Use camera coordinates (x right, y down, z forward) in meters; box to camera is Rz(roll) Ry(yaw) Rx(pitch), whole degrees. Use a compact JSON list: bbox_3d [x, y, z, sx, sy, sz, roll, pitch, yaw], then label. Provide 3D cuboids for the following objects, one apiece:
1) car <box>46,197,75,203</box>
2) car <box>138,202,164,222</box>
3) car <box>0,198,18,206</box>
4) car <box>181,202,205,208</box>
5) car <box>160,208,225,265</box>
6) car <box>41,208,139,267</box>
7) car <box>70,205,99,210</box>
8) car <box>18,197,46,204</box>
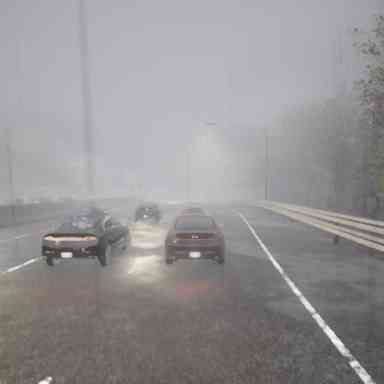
[{"bbox_3d":[-17.557,1.436,45.385,2.097,1.767,4.553,0,0,0],"label":"car"},{"bbox_3d":[-3.402,1.547,26.881,1.837,1.490,4.892,0,0,0],"label":"car"},{"bbox_3d":[-24.552,1.592,45.391,1.837,1.490,4.892,0,-1,0],"label":"car"},{"bbox_3d":[0.100,1.570,27.698,1.812,1.442,4.674,0,0,0],"label":"car"},{"bbox_3d":[0.092,1.521,11.761,1.837,1.490,4.892,0,0,0],"label":"car"},{"bbox_3d":[-3.409,1.508,11.490,2.128,1.511,4.902,0,0,0],"label":"car"},{"bbox_3d":[-6.925,1.581,21.799,2.033,1.411,5.357,0,0,0],"label":"car"},{"bbox_3d":[-21.054,1.436,45.258,2.097,1.767,4.553,0,0,0],"label":"car"}]
